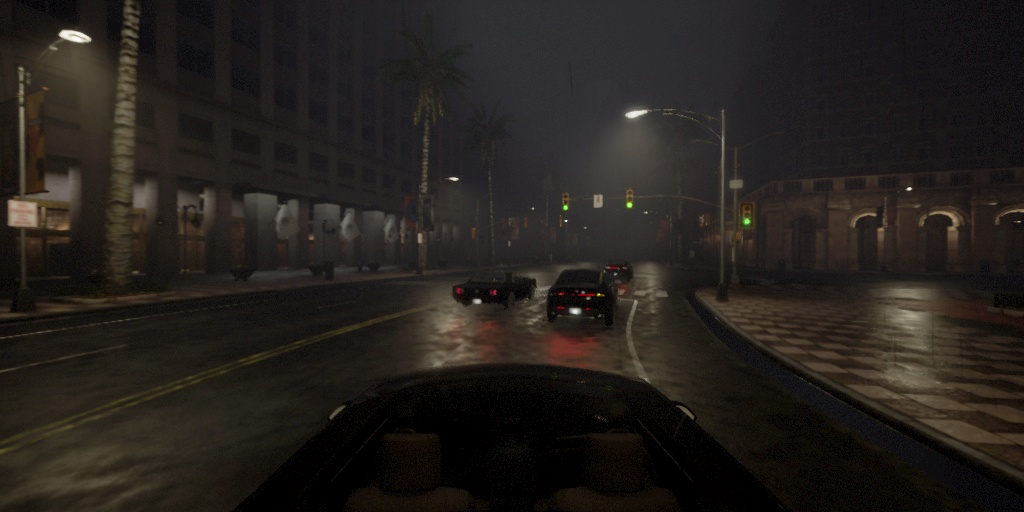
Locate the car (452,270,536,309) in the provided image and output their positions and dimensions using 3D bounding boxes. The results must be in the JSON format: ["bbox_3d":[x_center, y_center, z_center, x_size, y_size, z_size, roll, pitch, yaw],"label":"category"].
[{"bbox_3d":[-0.445,1.211,14.122,1.895,1.301,4.718,0,1,19],"label":"car"}]

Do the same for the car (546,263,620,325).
[{"bbox_3d":[2.383,1.155,11.554,1.837,1.490,4.892,0,1,18],"label":"car"}]

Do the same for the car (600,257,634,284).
[{"bbox_3d":[7.833,1.000,26.319,2.128,1.511,4.902,0,1,21],"label":"car"}]
